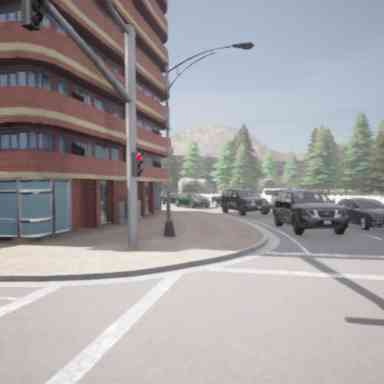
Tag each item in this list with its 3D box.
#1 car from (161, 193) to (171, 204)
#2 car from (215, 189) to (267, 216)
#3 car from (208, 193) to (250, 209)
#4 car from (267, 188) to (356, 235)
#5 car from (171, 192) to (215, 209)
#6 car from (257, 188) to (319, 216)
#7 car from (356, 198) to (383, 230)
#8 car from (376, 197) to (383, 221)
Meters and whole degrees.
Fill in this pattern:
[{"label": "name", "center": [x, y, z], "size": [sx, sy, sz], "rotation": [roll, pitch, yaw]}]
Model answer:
[{"label": "car", "center": [-2.412, 0.882, 44.434], "size": [4.892, 1.490, 1.837], "rotation": [0, 1, 44]}, {"label": "car", "center": [4.102, 0.755, 26.934], "size": [2.150, 2.045, 5.566], "rotation": [-1, 1, -18]}, {"label": "car", "center": [3.944, 0.895, 36.406], "size": [2.128, 1.511, 4.902], "rotation": [-1, 1, -30]}, {"label": "car", "center": [5.644, 0.878, 16.682], "size": [2.150, 2.045, 5.566], "rotation": [-1, 1, -1]}, {"label": "car", "center": [0.020, 0.814, 35.985], "size": [2.097, 1.767, 4.553], "rotation": [-1, 1, -33]}, {"label": "car", "center": [7.641, 0.704, 27.203], "size": [2.150, 2.045, 5.566], "rotation": [-1, 1, -17]}, {"label": "car", "center": [9.162, 1.099, 17.789], "size": [1.837, 1.490, 4.892], "rotation": [-1, 1, -3]}, {"label": "car", "center": [12.794, 1.054, 19.024], "size": [1.812, 1.442, 4.674], "rotation": [-1, 1, -3]}]
